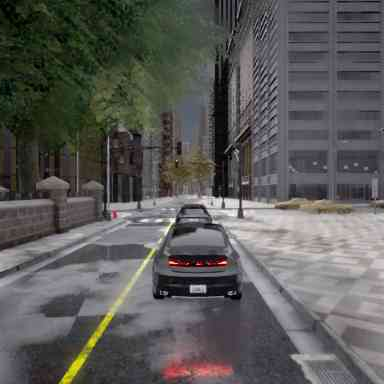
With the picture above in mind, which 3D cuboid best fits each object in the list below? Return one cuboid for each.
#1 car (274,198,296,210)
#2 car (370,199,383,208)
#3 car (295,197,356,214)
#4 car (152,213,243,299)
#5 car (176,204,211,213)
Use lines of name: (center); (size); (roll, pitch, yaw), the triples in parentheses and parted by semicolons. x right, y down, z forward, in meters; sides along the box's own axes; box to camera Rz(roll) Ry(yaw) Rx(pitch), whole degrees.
car: (12.095, 1.329, 39.022); (4.829, 1.417, 1.752); (-1, 1, 0)
car: (23.436, 1.144, 38.962); (4.829, 1.417, 1.752); (-1, 1, 0)
car: (12.399, 1.341, 30.496); (4.829, 1.417, 1.752); (-1, 1, 0)
car: (0.111, 1.508, 8.435); (1.837, 1.490, 4.892); (0, 0, 0)
car: (0.094, 1.440, 18.565); (2.033, 1.649, 4.856); (0, 0, 0)
